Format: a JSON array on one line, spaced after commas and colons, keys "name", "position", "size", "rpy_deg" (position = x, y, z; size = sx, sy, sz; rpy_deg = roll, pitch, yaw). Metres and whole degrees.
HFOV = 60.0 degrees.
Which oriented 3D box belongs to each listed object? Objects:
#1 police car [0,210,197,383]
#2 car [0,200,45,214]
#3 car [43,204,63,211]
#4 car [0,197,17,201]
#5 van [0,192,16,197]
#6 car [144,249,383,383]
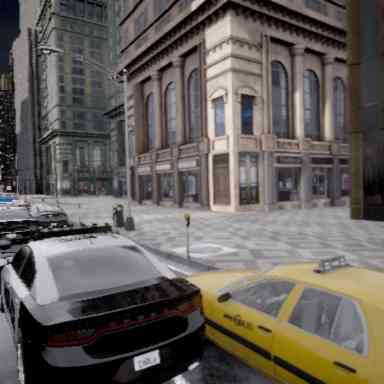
[{"name": "police car", "position": [-1.850, 1.329, 5.217], "size": [1.930, 1.638, 5.238], "rpy_deg": [-2, 2, -34]}, {"name": "car", "position": [-7.421, 1.320, 13.419], "size": [1.882, 1.535, 5.008], "rpy_deg": [-3, 2, -32]}, {"name": "car", "position": [-7.713, 1.299, 17.441], "size": [2.008, 1.369, 4.403], "rpy_deg": [-2, 2, -34]}, {"name": "car", "position": [-10.707, 1.279, 18.379], "size": [1.882, 1.535, 5.008], "rpy_deg": [-2, 2, -35]}, {"name": "van", "position": [-19.937, 0.941, 35.851], "size": [1.690, 1.788, 3.998], "rpy_deg": [-2, 2, -34]}, {"name": "car", "position": [1.357, 1.384, 3.772], "size": [1.752, 1.417, 4.829], "rpy_deg": [-2, 2, -34]}]
